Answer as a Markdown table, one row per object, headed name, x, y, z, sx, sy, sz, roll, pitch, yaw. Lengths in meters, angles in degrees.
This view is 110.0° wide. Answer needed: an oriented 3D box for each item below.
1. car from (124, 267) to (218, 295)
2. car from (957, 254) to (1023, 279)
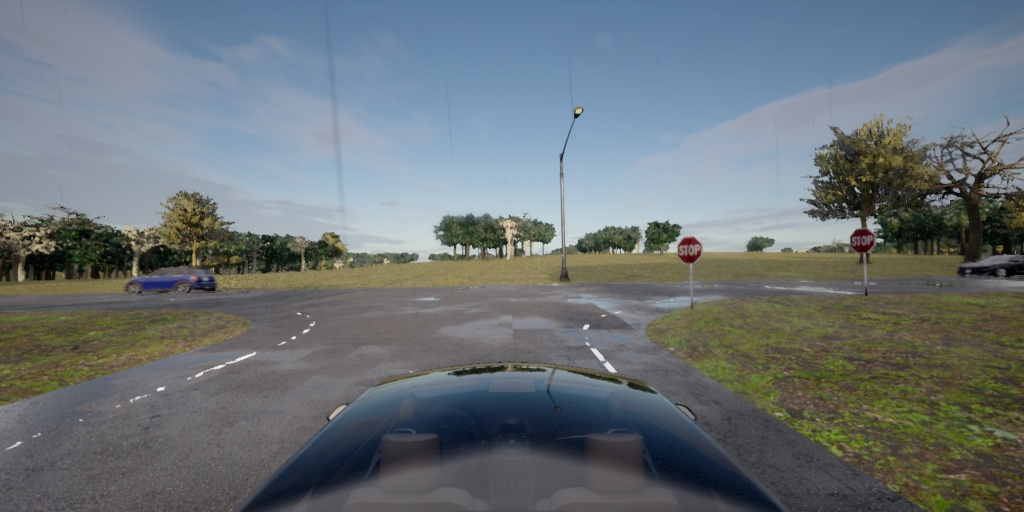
| name | x | y | z | sx | sy | sz | roll | pitch | yaw |
| --- | --- | --- | --- | --- | --- | --- | --- | --- | --- |
| car | -21.637 | 1.537 | 22.854 | 4.553 | 1.767 | 2.097 | -1 | -2 | 0 |
| car | 32.420 | 0.676 | 23.564 | 5.008 | 1.535 | 1.882 | -2 | -2 | -1 |
